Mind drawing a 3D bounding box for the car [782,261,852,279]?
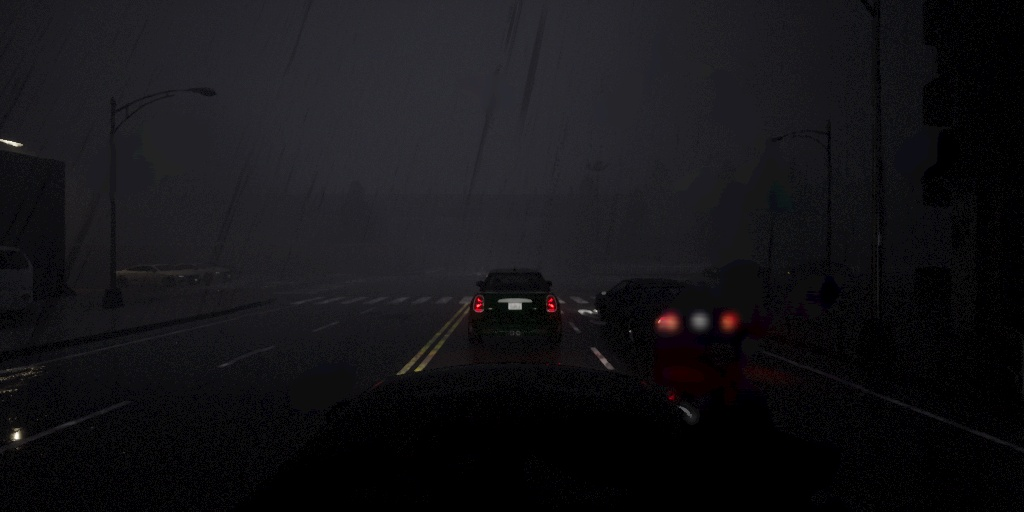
[{"bbox_3d":[26.944,1.188,31.819,4.892,1.490,1.837,0,0,14],"label":"car"}]

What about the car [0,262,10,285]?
[{"bbox_3d":[-40.025,1.286,25.805,4.718,1.301,1.895,0,0,0],"label":"car"}]

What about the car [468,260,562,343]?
[{"bbox_3d":[0.062,1.099,9.822,2.097,1.767,4.553,0,0,0],"label":"car"}]

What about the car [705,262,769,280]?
[{"bbox_3d":[18.383,1.210,29.385,4.674,1.442,1.812,0,0,3],"label":"car"}]

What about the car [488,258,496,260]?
[{"bbox_3d":[-3.585,1.225,45.733,2.128,1.511,4.902,0,0,0],"label":"car"}]

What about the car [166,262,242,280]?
[{"bbox_3d":[-25.261,1.210,29.533,4.674,1.442,1.812,0,0,0],"label":"car"}]

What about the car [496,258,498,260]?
[{"bbox_3d":[-3.531,1.234,64.220,1.837,1.490,4.892,0,-1,1],"label":"car"}]

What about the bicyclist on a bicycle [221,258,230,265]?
[{"bbox_3d":[-29.416,0.982,36.802,0.582,1.620,1.656,0,0,0],"label":"bicyclist on a bicycle"}]

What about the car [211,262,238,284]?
[{"bbox_3d":[-22.646,1.211,25.830,4.674,1.442,1.812,0,0,0],"label":"car"}]

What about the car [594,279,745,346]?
[{"bbox_3d":[3.589,1.295,9.337,2.033,1.411,5.357,0,0,0],"label":"car"}]

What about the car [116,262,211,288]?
[{"bbox_3d":[-22.012,1.213,22.325,4.674,1.442,1.812,0,0,0],"label":"car"}]
